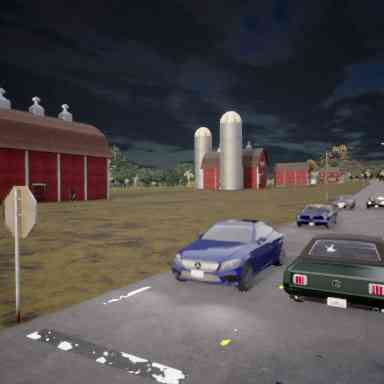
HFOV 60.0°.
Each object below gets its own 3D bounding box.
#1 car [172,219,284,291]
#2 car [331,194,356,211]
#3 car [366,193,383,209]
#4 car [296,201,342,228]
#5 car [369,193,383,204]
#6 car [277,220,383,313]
[{"bbox_3d":[1.277,1.515,9.295,1.812,1.442,4.674,0,0,30],"label":"car"},{"bbox_3d":[15.245,1.017,33.367,2.128,1.511,4.902,0,1,31],"label":"car"},{"bbox_3d":[19.200,1.056,34.471,1.895,1.301,4.718,0,1,30],"label":"car"},{"bbox_3d":[7.830,1.461,20.616,1.895,1.301,4.718,0,1,30],"label":"car"},{"bbox_3d":[24.144,0.815,43.129,1.895,1.301,4.718,0,1,30],"label":"car"},{"bbox_3d":[3.587,1.592,7.595,1.895,1.301,4.718,0,0,30],"label":"car"}]
